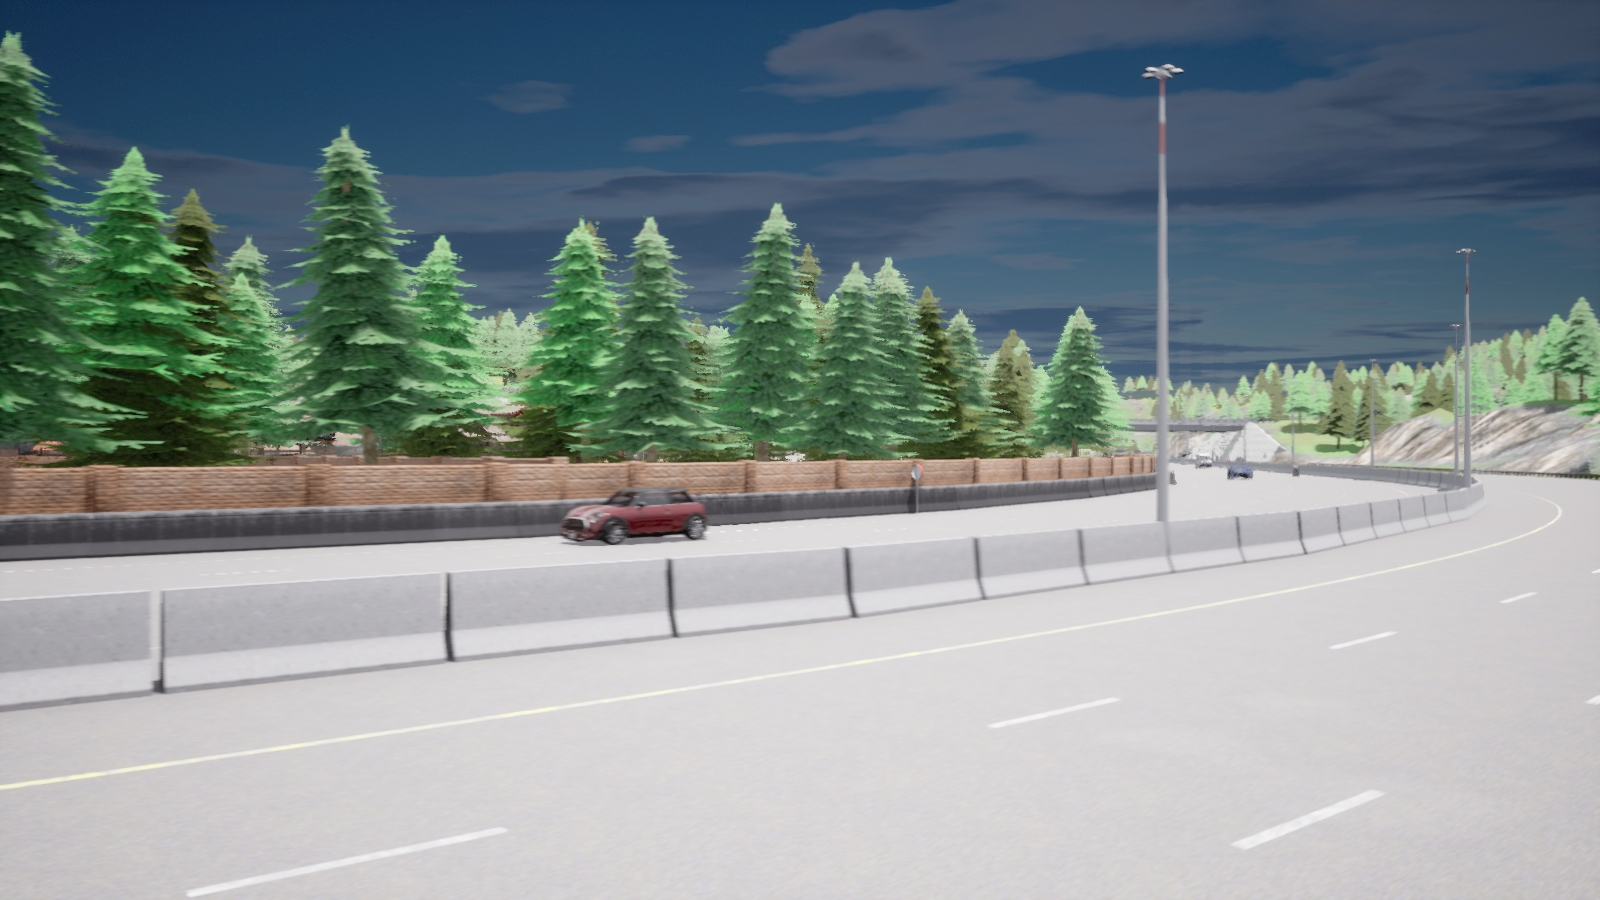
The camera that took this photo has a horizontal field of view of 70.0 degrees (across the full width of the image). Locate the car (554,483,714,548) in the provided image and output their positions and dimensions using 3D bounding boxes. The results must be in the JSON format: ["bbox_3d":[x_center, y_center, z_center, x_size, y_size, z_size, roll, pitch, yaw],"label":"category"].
[{"bbox_3d":[-5.118,1.964,35.580,4.553,1.767,2.097,0,0,-42],"label":"car"}]
